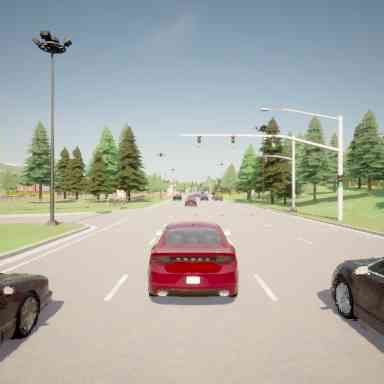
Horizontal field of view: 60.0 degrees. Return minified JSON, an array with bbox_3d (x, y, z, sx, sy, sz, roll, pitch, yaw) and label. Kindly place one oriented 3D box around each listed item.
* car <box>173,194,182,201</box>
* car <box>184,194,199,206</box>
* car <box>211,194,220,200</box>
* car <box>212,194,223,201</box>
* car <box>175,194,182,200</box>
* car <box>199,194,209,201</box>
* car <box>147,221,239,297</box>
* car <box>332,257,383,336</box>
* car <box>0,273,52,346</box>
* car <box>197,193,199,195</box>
[{"bbox_3d":[-3.791,1.469,83.831,1.882,1.535,5.008,0,0,0],"label":"car"},{"bbox_3d":[-0.184,1.525,53.230,1.812,1.442,4.674,0,0,0],"label":"car"},{"bbox_3d":[6.673,1.372,94.287,2.033,1.411,5.357,0,0,0],"label":"car"},{"bbox_3d":[6.709,1.517,83.867,2.128,1.511,4.902,0,0,0],"label":"car"},{"bbox_3d":[-3.827,1.310,94.250,1.882,1.535,5.008,0,0,0],"label":"car"},{"bbox_3d":[3.208,1.516,84.272,1.812,1.442,4.674,0,0,0],"label":"car"},{"bbox_3d":[0.033,1.478,8.628,1.882,1.535,5.008,0,0,0],"label":"car"},{"bbox_3d":[3.587,1.506,4.436,1.837,1.490,4.892,0,0,0],"label":"car"},{"bbox_3d":[-3.409,1.547,3.489,2.033,1.411,5.357,0,0,0],"label":"car"},{"bbox_3d":[3.173,1.357,94.275,2.128,1.511,4.902,0,0,0],"label":"car"}]
